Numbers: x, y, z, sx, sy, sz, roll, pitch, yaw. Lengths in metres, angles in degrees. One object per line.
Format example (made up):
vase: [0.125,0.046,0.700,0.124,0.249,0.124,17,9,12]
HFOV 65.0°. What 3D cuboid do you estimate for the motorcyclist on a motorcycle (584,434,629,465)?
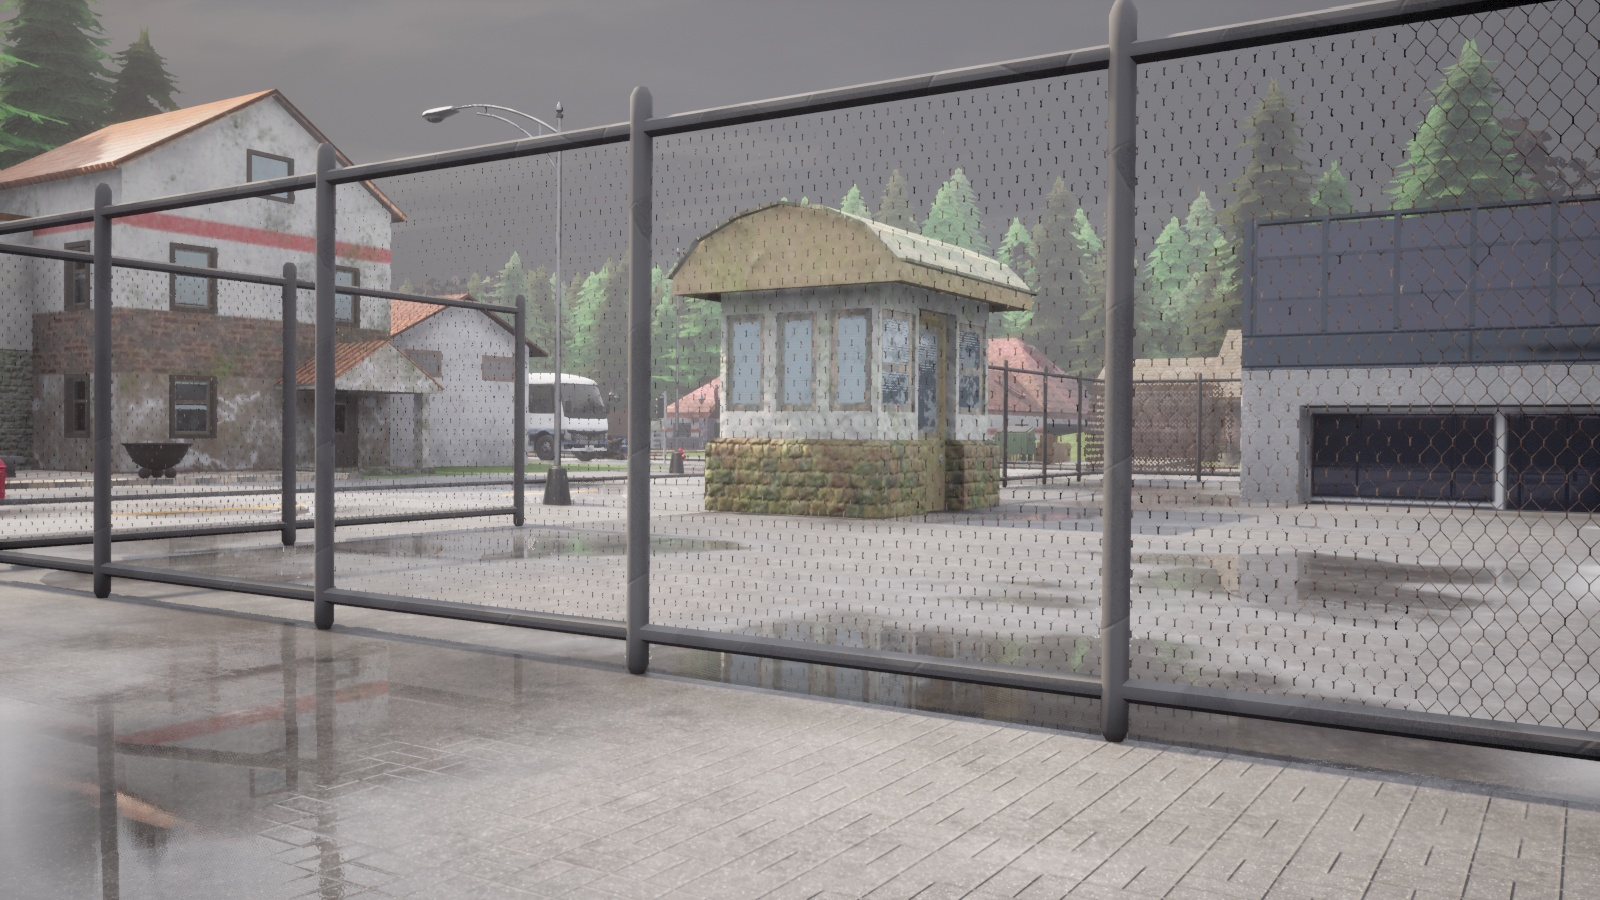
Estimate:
motorcyclist on a motorcycle: [-9.851,-0.018,63.971,2.191,1.530,0.866,0,1,32]

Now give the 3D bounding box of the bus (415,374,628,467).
bus: [-13.741,-1.362,61.640,10.273,4.253,3.944,0,1,31]
